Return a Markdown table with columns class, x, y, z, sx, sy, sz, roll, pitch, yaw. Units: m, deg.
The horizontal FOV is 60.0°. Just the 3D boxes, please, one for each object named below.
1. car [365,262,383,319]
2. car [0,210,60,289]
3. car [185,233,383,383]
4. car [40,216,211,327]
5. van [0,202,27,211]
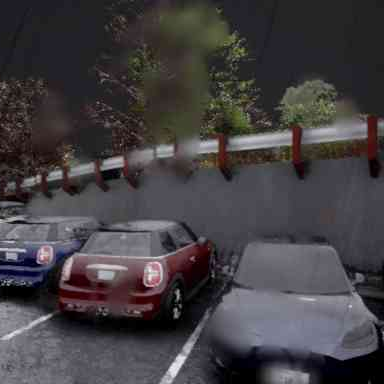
| class | x | y | z | sx | sy | sz | roll | pitch | yaw |
| --- | --- | --- | --- | --- | --- | --- | --- | --- | --- |
| car | 4.118 | 1.226 | 3.971 | 2.435 | 2.045 | 5.566 | 0 | -1 | 15 |
| car | -3.284 | 1.426 | 9.185 | 2.185 | 1.767 | 4.553 | 0 | -1 | 16 |
| car | 1.643 | 1.531 | 5.667 | 2.163 | 1.488 | 4.792 | 0 | -1 | 16 |
| car | -0.815 | 1.401 | 7.429 | 2.185 | 1.767 | 4.553 | 0 | -1 | 16 |
| van | -8.150 | 1.378 | 12.848 | 1.878 | 1.987 | 4.442 | 0 | -1 | 16 |
